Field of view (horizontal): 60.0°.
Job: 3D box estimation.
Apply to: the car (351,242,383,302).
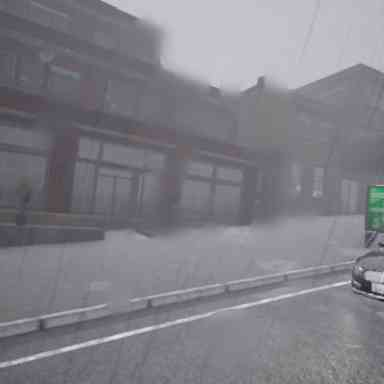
[{"bbox_3d":[5.630,1.572,7.497,4.902,1.511,2.128,1,-1,-32],"label":"car"}]
